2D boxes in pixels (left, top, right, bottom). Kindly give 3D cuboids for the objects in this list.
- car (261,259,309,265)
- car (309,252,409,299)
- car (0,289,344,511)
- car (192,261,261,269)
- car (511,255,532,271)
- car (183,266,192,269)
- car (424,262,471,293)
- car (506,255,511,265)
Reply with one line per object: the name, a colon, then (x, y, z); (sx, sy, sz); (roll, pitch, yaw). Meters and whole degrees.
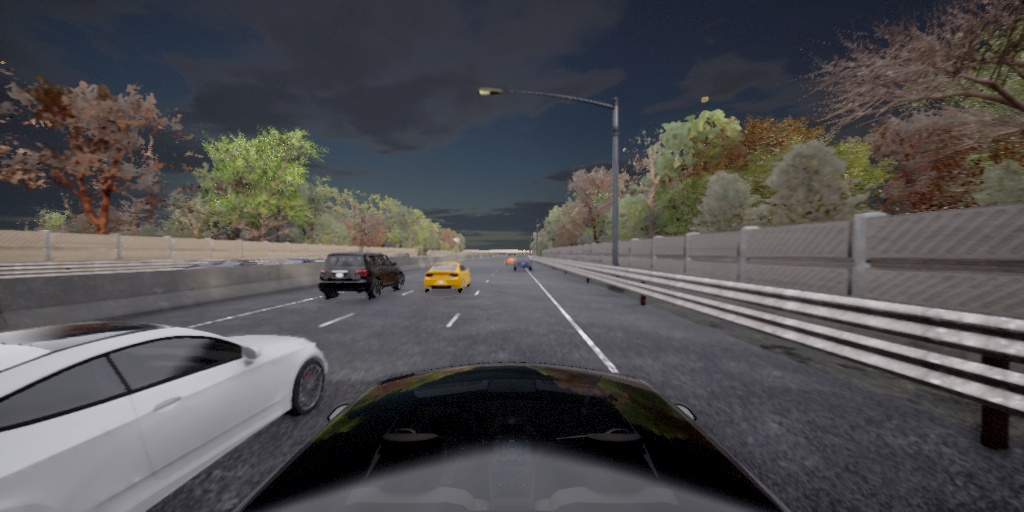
car: (-17.582, 0.987, 29.215); (1.882, 1.535, 5.008); (0, 0, 0)
car: (-6.900, 0.837, 17.030); (2.150, 2.045, 5.566); (0, 1, 0)
car: (-3.400, 1.265, 2.917); (1.812, 1.442, 4.674); (0, 1, 0)
car: (-21.089, 1.070, 27.634); (2.033, 1.411, 5.357); (0, 0, 0)
car: (1.233, 0.765, 41.753); (2.097, 1.767, 4.553); (0, 0, 0)
car: (-24.577, 1.072, 29.283); (1.994, 1.385, 4.181); (0, 0, 0)
car: (-3.397, 1.071, 19.596); (1.882, 1.535, 5.008); (0, 1, 0)
car: (0.014, 0.628, 61.255); (2.097, 1.767, 4.553); (0, 0, 0)
